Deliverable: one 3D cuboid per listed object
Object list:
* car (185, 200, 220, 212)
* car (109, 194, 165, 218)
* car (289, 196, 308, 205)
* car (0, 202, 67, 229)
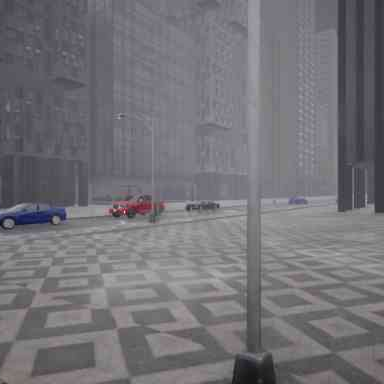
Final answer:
[{"bbox_3d":[1.215,1.555,38.021,1.895,1.301,4.718,0,0,36],"label":"car"},{"bbox_3d":[-4.779,1.189,29.835,2.150,2.045,5.566,0,0,36],"label":"car"},{"bbox_3d":[17.647,1.401,55.079,1.882,1.535,5.008,0,0,36],"label":"car"},{"bbox_3d":[-10.714,1.458,21.719,1.882,1.535,5.008,0,0,36],"label":"car"}]
